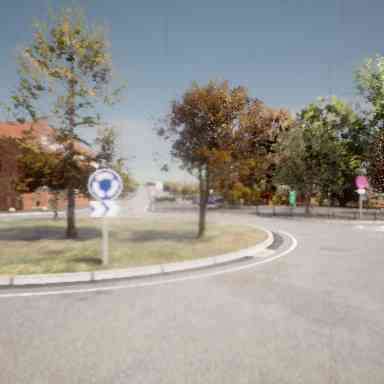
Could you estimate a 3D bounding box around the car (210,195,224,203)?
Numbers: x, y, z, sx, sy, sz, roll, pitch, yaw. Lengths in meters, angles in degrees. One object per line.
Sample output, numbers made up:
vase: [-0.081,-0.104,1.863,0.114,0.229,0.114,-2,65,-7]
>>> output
car: [6.169,1.950,85.040,4.553,1.767,2.185,0,0,-8]

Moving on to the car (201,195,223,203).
car: [5.431,1.886,90.773,5.566,2.045,2.435,0,-1,-8]

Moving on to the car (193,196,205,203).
car: [1.711,1.873,81.848,2.097,1.767,4.553,0,-1,-8]

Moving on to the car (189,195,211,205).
car: [1.422,1.838,62.911,1.812,1.442,4.674,0,-1,-18]

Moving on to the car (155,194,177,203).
car: [-6.623,1.772,86.083,5.566,2.045,2.435,0,-1,-8]

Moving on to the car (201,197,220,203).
car: [5.102,2.162,93.451,4.892,1.521,2.231,0,-1,-8]

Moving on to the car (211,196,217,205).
car: [3.325,2.006,69.887,1.895,1.301,4.718,0,-1,-8]
